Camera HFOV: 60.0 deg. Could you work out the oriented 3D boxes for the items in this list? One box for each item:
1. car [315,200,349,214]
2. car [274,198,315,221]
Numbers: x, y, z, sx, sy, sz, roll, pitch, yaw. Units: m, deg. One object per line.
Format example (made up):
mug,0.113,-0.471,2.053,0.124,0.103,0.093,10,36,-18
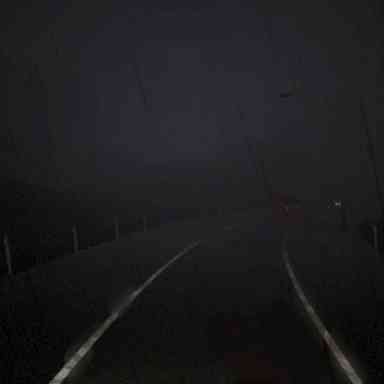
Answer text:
car,15.419,1.563,36.617,5.357,1.411,2.033,0,3,-45
car,8.396,1.280,27.451,2.097,1.767,4.553,3,1,30
